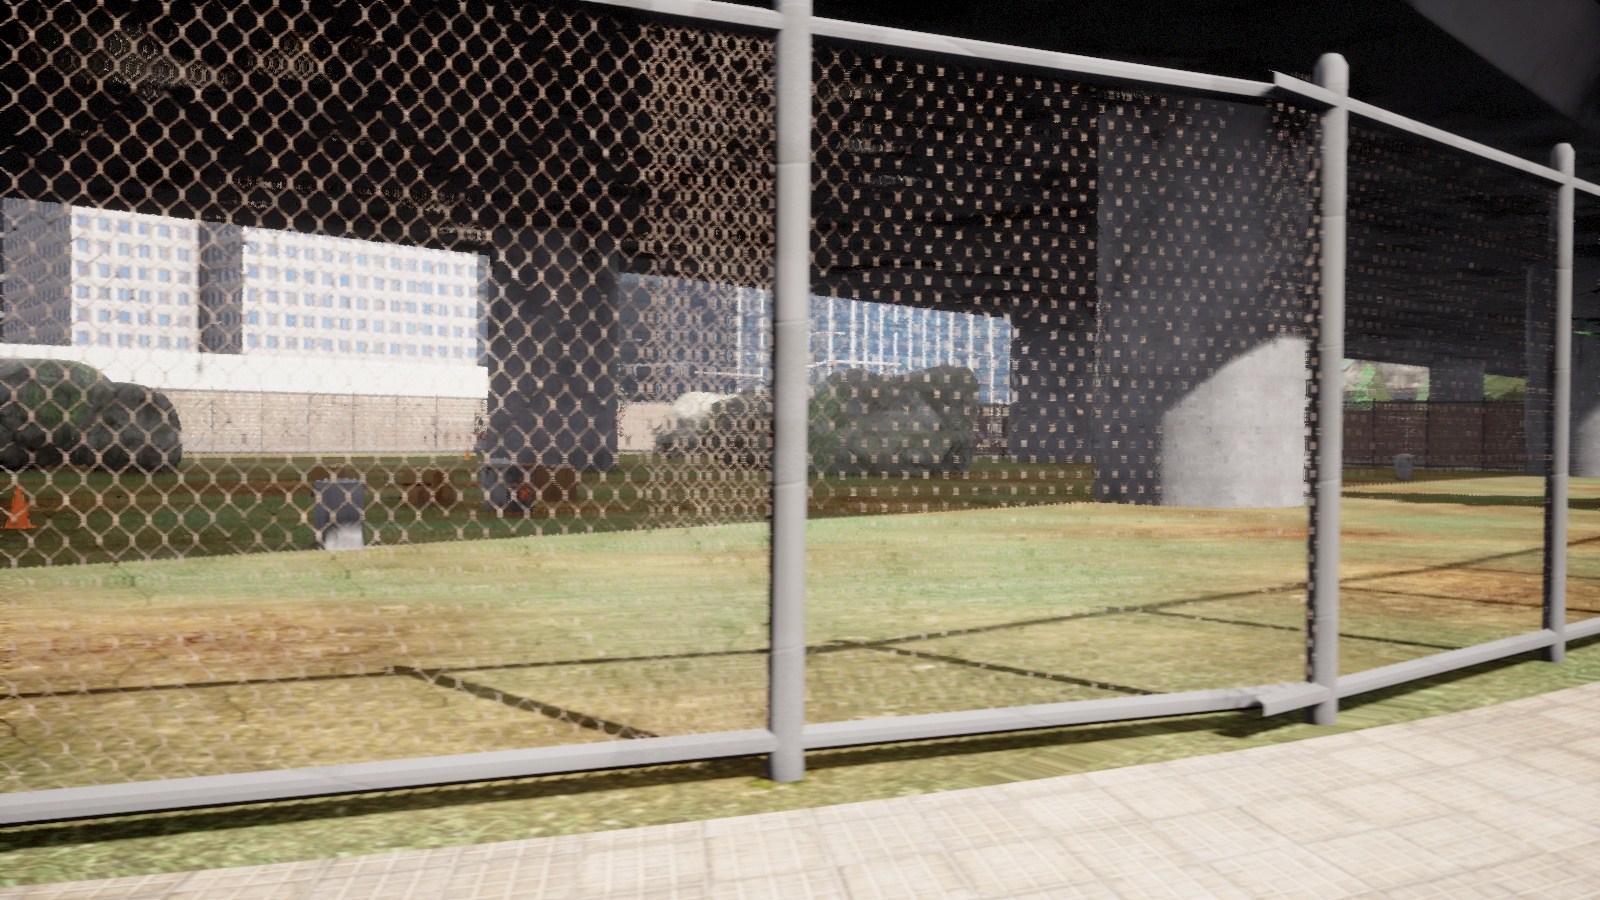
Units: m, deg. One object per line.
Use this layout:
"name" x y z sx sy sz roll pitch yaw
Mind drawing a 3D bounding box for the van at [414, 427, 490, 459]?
"van" -22.489 -0.452 81.253 4.442 1.987 1.775 -1 1 -45
